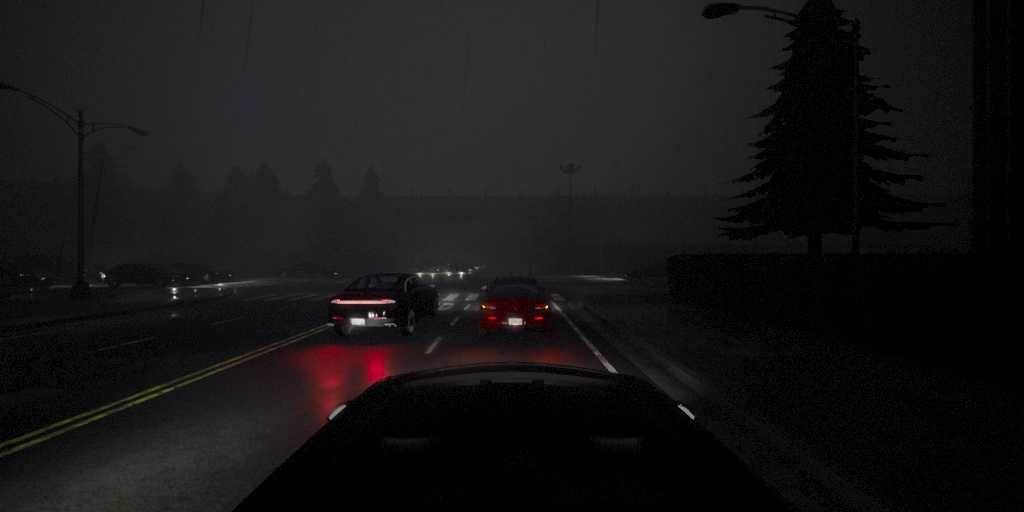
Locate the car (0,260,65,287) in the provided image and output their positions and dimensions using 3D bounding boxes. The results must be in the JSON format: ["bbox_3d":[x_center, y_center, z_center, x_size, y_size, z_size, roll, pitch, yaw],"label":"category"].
[{"bbox_3d":[-32.588,1.186,22.911,4.902,1.511,2.128,0,0,-3],"label":"car"}]

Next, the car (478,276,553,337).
[{"bbox_3d":[0.085,1.276,10.176,1.812,1.442,4.674,0,0,0],"label":"car"}]

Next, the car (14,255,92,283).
[{"bbox_3d":[-33.206,0.916,26.421,5.566,2.045,2.150,0,0,-3],"label":"car"}]

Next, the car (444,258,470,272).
[{"bbox_3d":[-7.087,1.102,46.688,2.097,1.767,4.553,0,0,0],"label":"car"}]

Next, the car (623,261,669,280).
[{"bbox_3d":[12.268,1.242,30.381,5.357,1.411,2.033,0,0,0],"label":"car"}]

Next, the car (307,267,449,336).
[{"bbox_3d":[-3.399,1.241,10.348,2.128,1.511,4.902,0,0,0],"label":"car"}]

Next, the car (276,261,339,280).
[{"bbox_3d":[-16.988,1.199,29.841,4.892,1.490,1.837,0,-1,4],"label":"car"}]

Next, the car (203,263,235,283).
[{"bbox_3d":[-23.363,1.199,26.588,4.892,1.490,1.837,0,0,-1],"label":"car"}]

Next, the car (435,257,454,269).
[{"bbox_3d":[-10.583,1.102,56.690,2.097,1.767,4.553,0,0,0],"label":"car"}]

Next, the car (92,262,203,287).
[{"bbox_3d":[-23.339,1.199,23.093,4.892,1.490,1.837,0,0,0],"label":"car"}]

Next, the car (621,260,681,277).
[{"bbox_3d":[13.069,1.186,33.907,4.902,1.511,2.128,0,0,0],"label":"car"}]

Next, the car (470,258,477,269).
[{"bbox_3d":[-7.104,1.102,55.550,2.097,1.767,4.553,0,0,-2],"label":"car"}]

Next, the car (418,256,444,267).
[{"bbox_3d":[-10.585,0.971,47.028,2.150,2.045,5.566,0,0,0],"label":"car"}]
